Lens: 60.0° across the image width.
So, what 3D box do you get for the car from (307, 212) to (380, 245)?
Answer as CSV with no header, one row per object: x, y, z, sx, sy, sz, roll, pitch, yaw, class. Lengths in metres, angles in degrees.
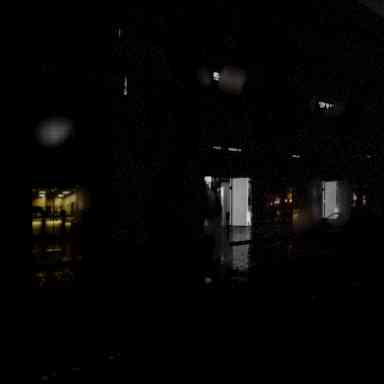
7.172,1.583,15.538,4.206,1.307,1.802,0,0,-35,car
